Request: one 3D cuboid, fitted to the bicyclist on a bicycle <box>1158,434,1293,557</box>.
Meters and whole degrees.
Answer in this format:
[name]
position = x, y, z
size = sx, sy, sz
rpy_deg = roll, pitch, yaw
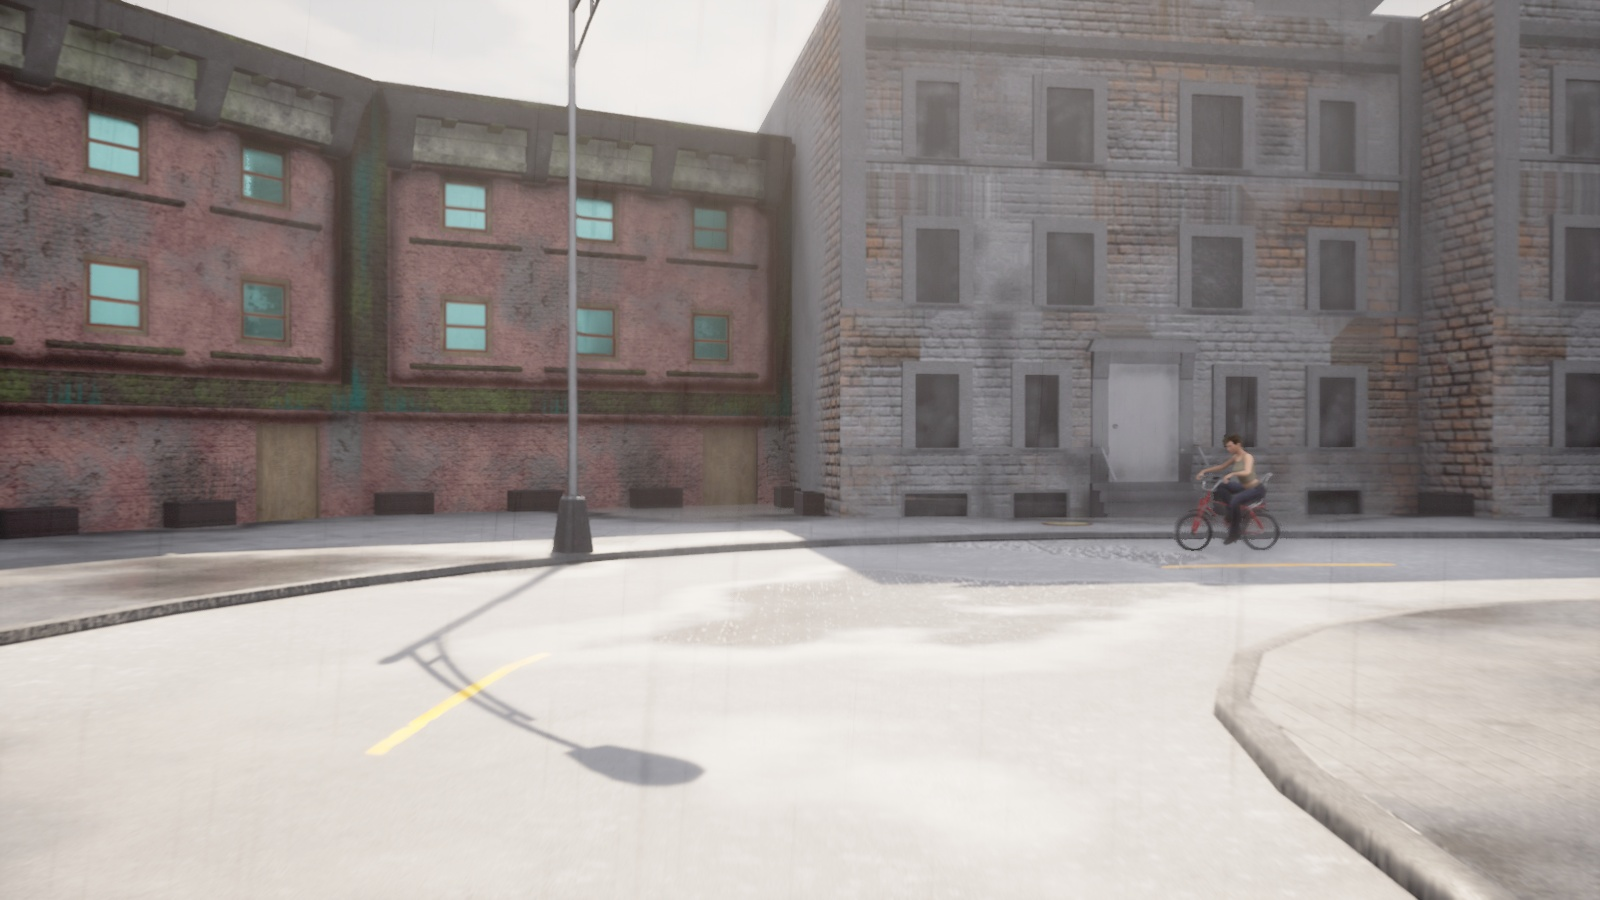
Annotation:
[bicyclist on a bicycle]
position = 5.778, 0.593, 17.114
size = 1.509, 1.612, 0.866
rpy_deg = 0, 2, -7
